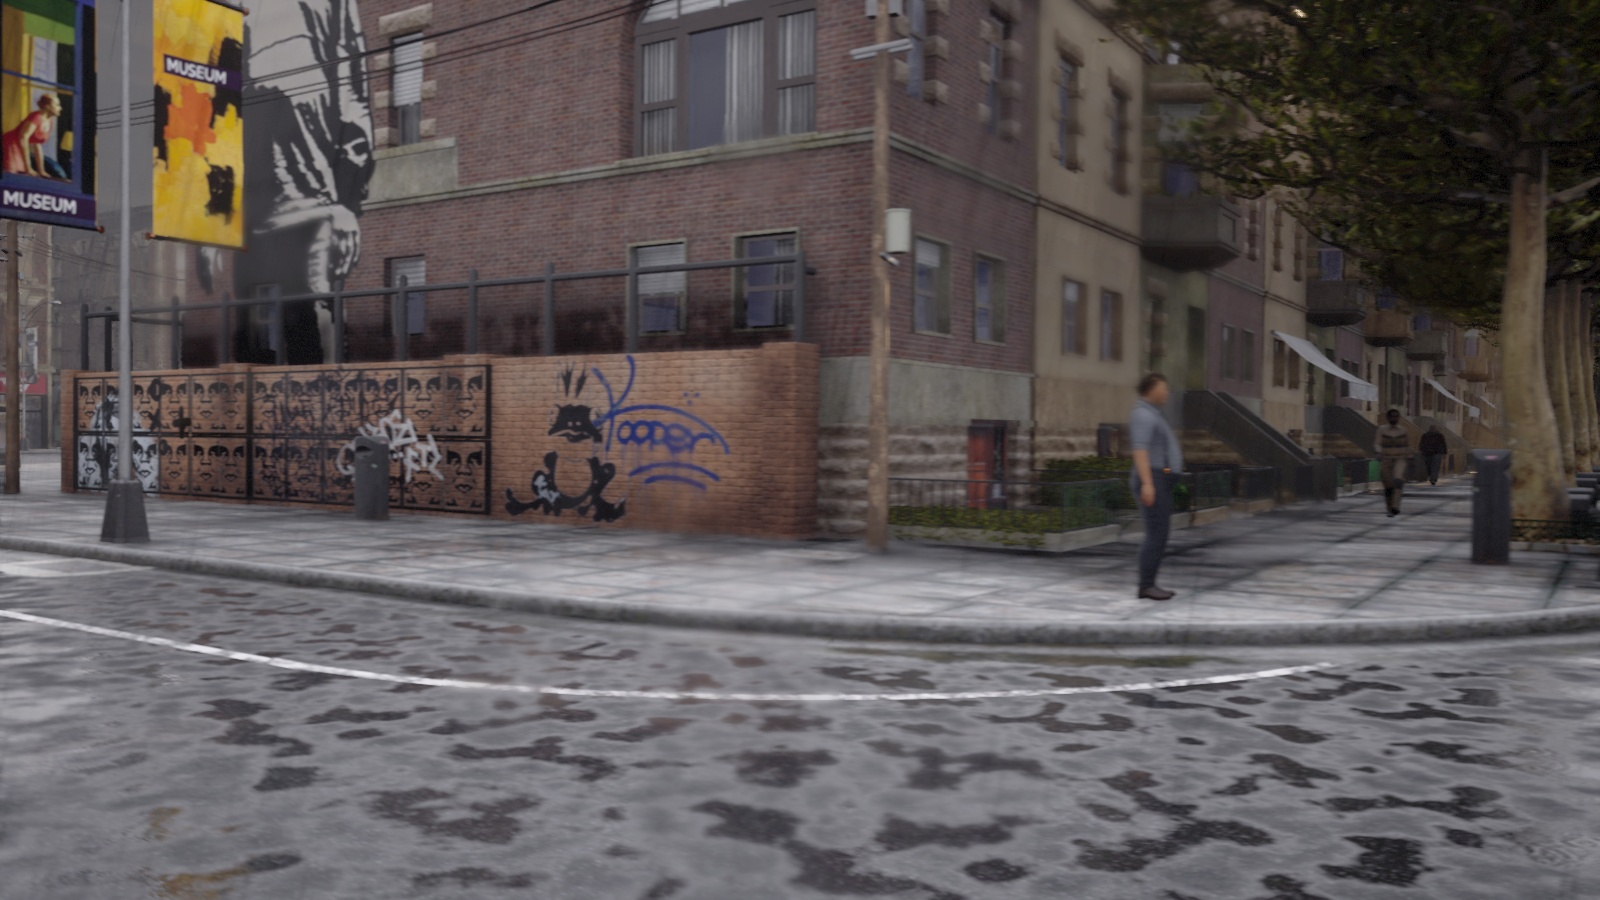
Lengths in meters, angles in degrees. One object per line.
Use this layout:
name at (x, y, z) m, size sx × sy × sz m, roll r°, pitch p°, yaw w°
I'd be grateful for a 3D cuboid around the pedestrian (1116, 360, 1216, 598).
pedestrian at (2.950, 0.223, 10.116) m, size 0.694 × 1.848 × 0.540 m, roll 0°, pitch 1°, yaw 25°

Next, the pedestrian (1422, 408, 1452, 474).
pedestrian at (17.849, -0.254, 35.184) m, size 0.634 × 1.844 × 0.899 m, roll 0°, pitch 1°, yaw 34°

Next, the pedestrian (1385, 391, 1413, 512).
pedestrian at (9.781, 0.019, 20.509) m, size 0.396 × 1.930 × 0.692 m, roll 0°, pitch 1°, yaw 26°
